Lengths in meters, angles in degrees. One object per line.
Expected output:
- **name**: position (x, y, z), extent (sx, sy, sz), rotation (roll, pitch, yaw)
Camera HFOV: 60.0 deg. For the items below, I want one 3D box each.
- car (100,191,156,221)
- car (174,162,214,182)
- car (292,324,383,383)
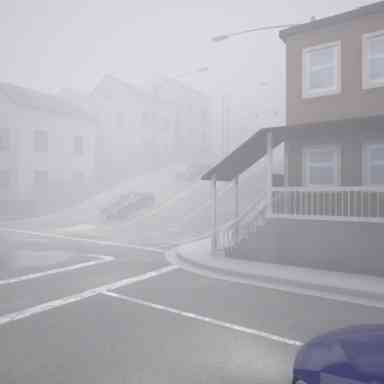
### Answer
- **car**: position (-4.813, 0.900, 25.072), extent (2.128, 1.511, 4.902), rotation (0, 15, 35)
- **car**: position (0.175, -2.044, 32.367), extent (1.895, 1.301, 4.718), rotation (0, 18, 35)
- **car**: position (2.931, 1.526, 1.873), extent (4.674, 1.442, 1.812), rotation (0, 0, 36)
